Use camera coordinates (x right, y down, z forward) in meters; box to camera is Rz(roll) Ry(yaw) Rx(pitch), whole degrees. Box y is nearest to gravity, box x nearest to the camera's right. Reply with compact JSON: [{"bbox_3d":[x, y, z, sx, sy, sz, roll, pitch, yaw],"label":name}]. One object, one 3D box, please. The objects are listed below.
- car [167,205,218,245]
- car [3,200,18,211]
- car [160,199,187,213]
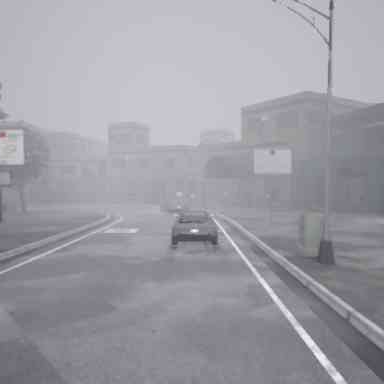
[{"bbox_3d":[0.103,1.510,15.341,1.994,1.385,4.181,0,0,0],"label":"car"},{"bbox_3d":[-26.437,1.861,45.641,4.902,1.511,2.128,-2,3,6],"label":"car"},{"bbox_3d":[-1.831,1.344,32.498,1.994,1.385,4.181,-1,1,-18],"label":"car"}]
